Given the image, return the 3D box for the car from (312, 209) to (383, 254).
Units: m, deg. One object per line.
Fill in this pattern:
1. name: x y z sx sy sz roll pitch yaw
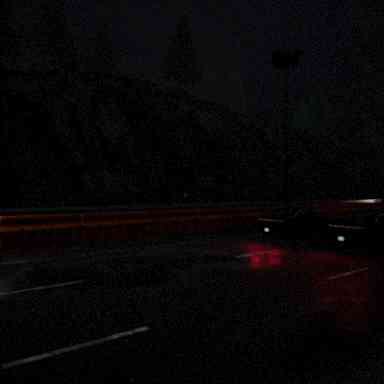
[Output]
1. car: 7.391 1.474 13.513 4.902 1.511 2.128 0 0 -36

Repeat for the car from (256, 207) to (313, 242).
1. car: 5.327 1.474 16.339 4.902 1.511 2.128 0 0 -36
